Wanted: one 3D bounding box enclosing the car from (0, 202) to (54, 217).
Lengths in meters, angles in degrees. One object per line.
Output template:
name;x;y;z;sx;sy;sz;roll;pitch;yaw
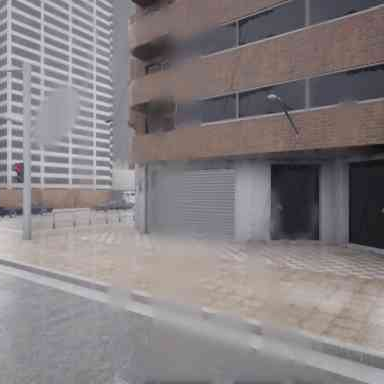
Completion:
car;-15.559;1.601;30.977;1.895;1.301;4.718;0;0;36

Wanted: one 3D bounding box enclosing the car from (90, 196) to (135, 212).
car;-9.403;1.547;39.434;2.033;1.411;5.357;0;0;36
